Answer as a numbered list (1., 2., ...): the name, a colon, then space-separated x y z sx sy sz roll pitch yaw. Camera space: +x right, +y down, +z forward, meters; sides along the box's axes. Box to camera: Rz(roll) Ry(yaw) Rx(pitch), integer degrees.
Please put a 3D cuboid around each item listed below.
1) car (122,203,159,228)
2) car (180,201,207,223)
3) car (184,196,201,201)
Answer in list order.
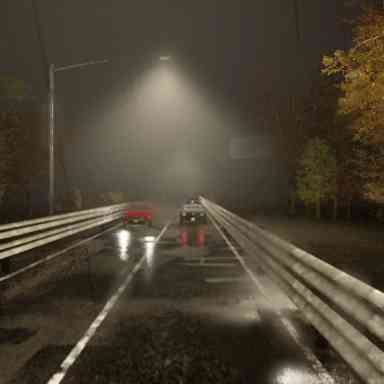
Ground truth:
1. car: -3.372 1.469 22.454 1.882 1.535 5.008 0 0 0
2. car: 0.073 1.591 25.048 1.895 1.301 4.718 0 0 0
3. car: 0.043 1.336 41.472 2.097 1.767 4.553 0 0 0
